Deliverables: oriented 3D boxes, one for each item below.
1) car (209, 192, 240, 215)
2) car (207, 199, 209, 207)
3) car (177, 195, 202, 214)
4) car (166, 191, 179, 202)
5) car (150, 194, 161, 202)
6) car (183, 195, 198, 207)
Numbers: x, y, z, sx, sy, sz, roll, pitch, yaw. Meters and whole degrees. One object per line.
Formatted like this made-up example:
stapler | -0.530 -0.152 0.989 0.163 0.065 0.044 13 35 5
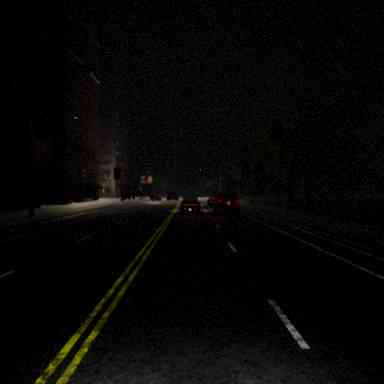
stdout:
car | 3.084 0.981 30.787 2.150 2.045 5.566 0 1 0
car | 3.039 1.256 44.453 1.895 1.301 4.718 0 0 0
car | -0.160 1.262 31.560 1.837 1.490 4.892 0 1 0
car | -3.608 0.836 62.910 2.150 2.045 5.566 0 1 0
car | -6.859 1.045 62.858 2.128 1.511 4.902 0 1 0
car | -0.210 1.161 44.938 1.837 1.490 4.892 0 1 0
